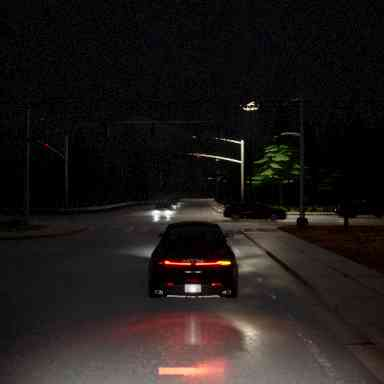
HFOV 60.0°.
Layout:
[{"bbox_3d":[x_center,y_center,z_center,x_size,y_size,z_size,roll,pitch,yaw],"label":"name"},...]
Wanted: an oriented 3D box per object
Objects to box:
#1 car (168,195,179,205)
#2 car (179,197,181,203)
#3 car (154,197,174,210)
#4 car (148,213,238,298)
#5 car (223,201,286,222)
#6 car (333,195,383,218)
[{"bbox_3d":[-3.635,1.507,57.263,1.837,1.490,4.892,0,-1,0],"label":"car"},{"bbox_3d":[-3.419,1.495,69.928,1.837,1.490,4.892,0,0,1],"label":"car"},{"bbox_3d":[-3.658,1.600,42.375,1.895,1.301,4.718,0,0,0],"label":"car"},{"bbox_3d":[0.036,1.501,8.481,1.837,1.490,4.892,0,0,0],"label":"car"},{"bbox_3d":[4.857,1.525,26.085,4.892,1.490,1.837,0,2,8],"label":"car"},{"bbox_3d":[15.558,1.248,29.621,5.566,2.045,2.150,0,0,1],"label":"car"}]
